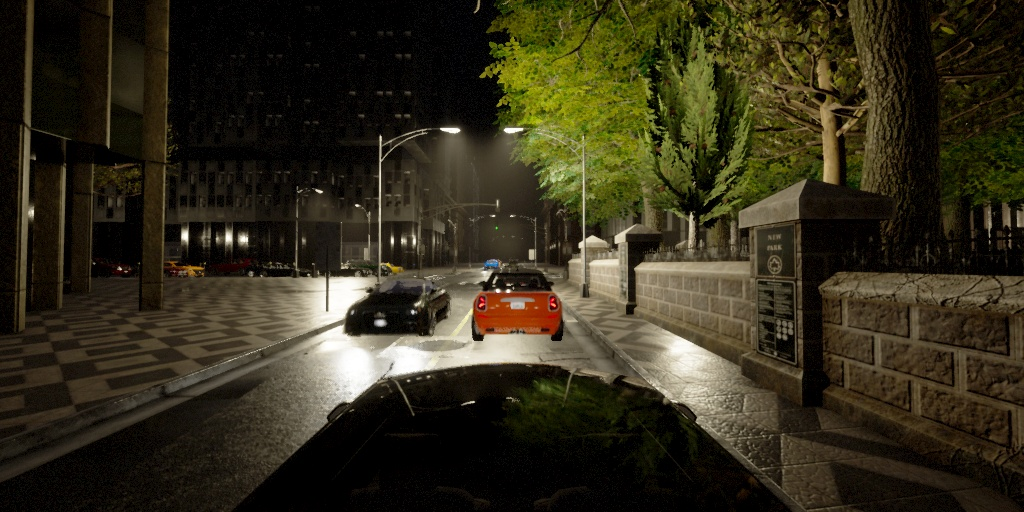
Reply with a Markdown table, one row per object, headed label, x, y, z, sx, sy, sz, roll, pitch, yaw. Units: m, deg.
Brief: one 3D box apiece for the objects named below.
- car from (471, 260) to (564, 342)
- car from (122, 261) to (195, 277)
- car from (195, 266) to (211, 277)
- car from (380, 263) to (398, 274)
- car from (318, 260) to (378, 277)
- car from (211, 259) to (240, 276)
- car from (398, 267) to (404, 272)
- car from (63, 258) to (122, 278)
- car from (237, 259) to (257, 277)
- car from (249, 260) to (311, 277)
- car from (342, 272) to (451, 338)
| label | x | y | z | sx | sy | sz | roll | pitch | yaw |
| --- | --- | --- | --- | --- | --- | --- | --- | --- | --- |
| car | 0.128 | 1.106 | 9.958 | 2.097 | 1.767 | 4.553 | 0 | 0 | 0 |
| car | -31.055 | 1.321 | 31.593 | 4.207 | 1.307 | 1.802 | 0 | 0 | 1 |
| car | -32.337 | 1.276 | 34.292 | 5.008 | 1.535 | 1.882 | 0 | -1 | 0 |
| car | -13.749 | 1.125 | 34.105 | 4.553 | 1.767 | 2.097 | 0 | -1 | 0 |
| car | -14.517 | 1.267 | 31.432 | 4.403 | 1.370 | 2.007 | 0 | 0 | 1 |
| car | -30.980 | 1.237 | 40.115 | 5.009 | 1.841 | 2.192 | 0 | 0 | 1 |
| car | -14.613 | 1.425 | 39.957 | 4.829 | 1.417 | 1.751 | 0 | 0 | 1 |
| car | -36.568 | 1.061 | 31.646 | 5.009 | 1.841 | 2.192 | 0 | 0 | 1 |
| car | -22.832 | 1.290 | 34.192 | 4.892 | 1.490 | 1.837 | 0 | -1 | 1 |
| car | -20.029 | 1.289 | 31.486 | 4.313 | 1.339 | 1.948 | 0 | 0 | 1 |
| car | -2.969 | 1.319 | 10.080 | 1.994 | 1.385 | 4.181 | 0 | 0 | 0 |
